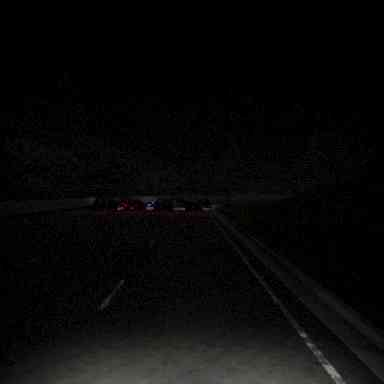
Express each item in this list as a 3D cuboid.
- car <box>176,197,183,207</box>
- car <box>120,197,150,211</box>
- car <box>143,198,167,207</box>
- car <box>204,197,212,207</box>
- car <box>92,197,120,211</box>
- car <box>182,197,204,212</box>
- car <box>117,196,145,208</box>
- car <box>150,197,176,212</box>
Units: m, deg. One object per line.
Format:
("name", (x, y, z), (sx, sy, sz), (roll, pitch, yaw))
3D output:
("car", (-2.095, 1.473, 49.463), (1.837, 1.490, 4.892), (0, 0, 17))
("car", (-6.755, 1.574, 39.999), (1.895, 1.301, 4.718), (0, 0, 3))
("car", (-5.517, 1.568, 50.231), (1.895, 1.301, 4.718), (0, 0, 17))
("car", (1.536, 1.493, 49.451), (1.812, 1.442, 4.674), (0, 0, 17))
("car", (-10.451, 1.325, 40.341), (2.097, 1.767, 4.553), (0, 0, 2))
("car", (0.199, 1.500, 39.055), (1.812, 1.442, 4.674), (0, 0, 3))
("car", (-9.134, 1.458, 50.190), (2.128, 1.511, 4.902), (0, 0, 17))
("car", (-3.306, 1.452, 38.960), (1.882, 1.535, 5.008), (0, 0, 3))
